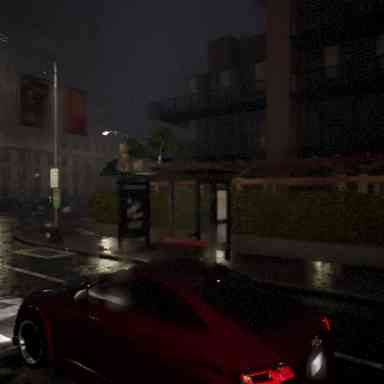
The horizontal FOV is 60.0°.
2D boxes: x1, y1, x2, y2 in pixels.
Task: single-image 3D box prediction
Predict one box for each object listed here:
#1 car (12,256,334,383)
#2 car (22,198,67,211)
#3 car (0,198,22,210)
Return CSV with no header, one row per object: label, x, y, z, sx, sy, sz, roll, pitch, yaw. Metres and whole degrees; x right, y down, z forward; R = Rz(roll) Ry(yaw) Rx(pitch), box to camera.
car,-0.464,1.562,4.279,4.181,1.385,1.994,0,0,36
car,-17.858,1.479,41.108,1.837,1.490,4.892,0,0,35
car,-23.006,1.476,39.934,1.837,1.490,4.892,0,0,36
